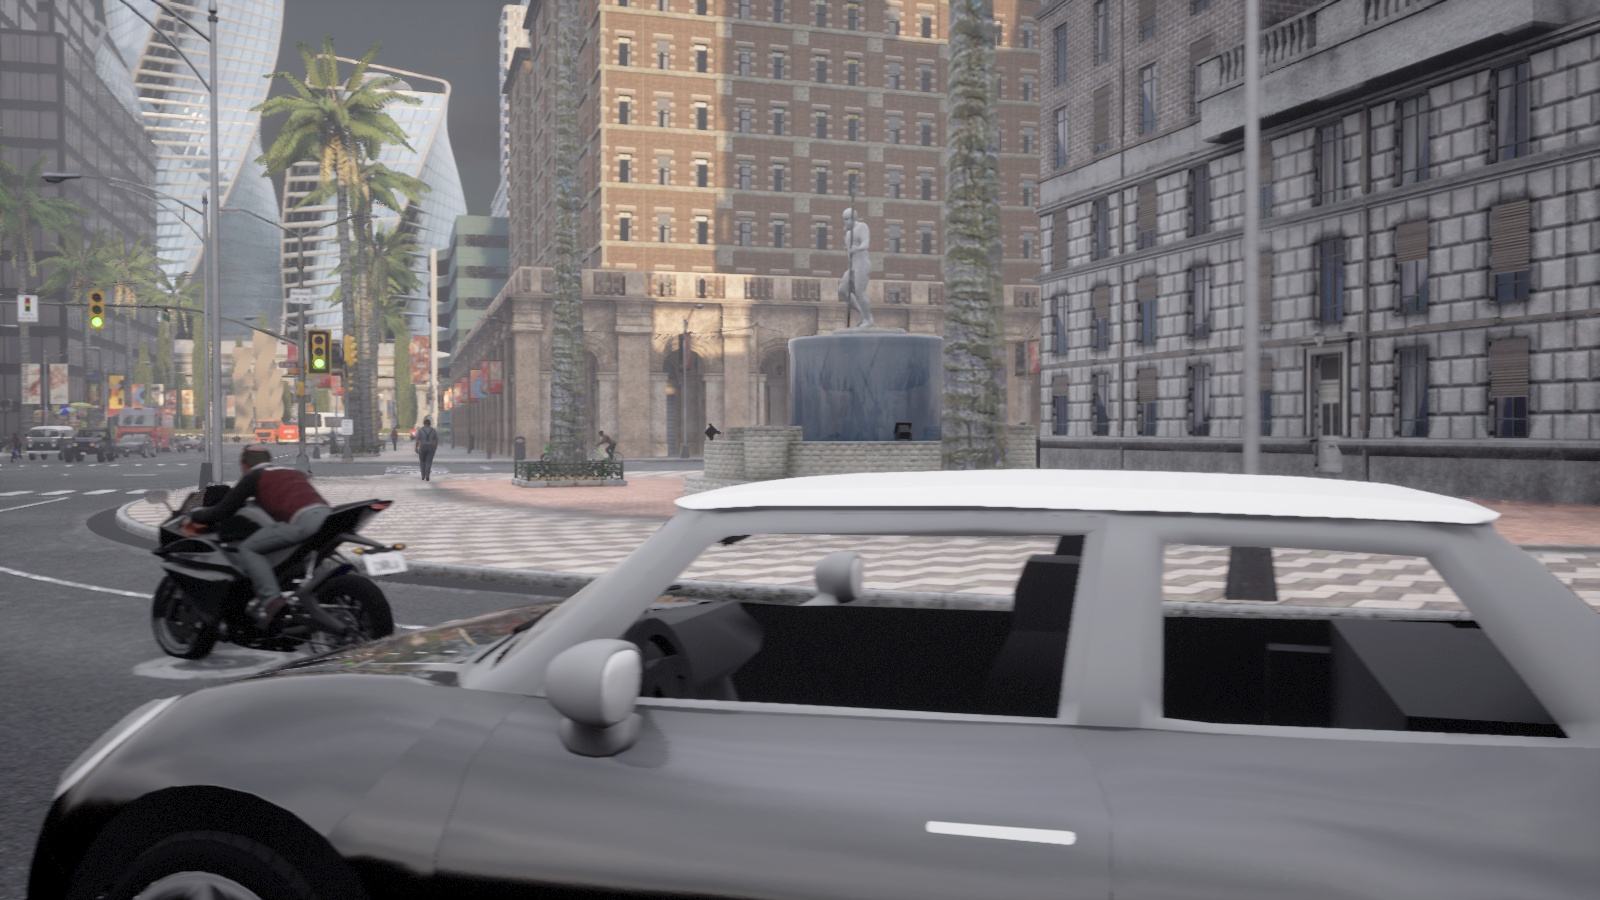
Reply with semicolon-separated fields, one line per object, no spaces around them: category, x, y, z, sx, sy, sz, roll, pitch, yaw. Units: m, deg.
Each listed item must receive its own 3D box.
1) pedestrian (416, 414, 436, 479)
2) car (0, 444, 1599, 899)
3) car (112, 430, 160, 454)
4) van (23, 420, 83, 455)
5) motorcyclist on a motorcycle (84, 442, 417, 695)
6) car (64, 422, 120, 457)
pedestrian;-10.781;-0.109;36.166;0.540;1.848;0.694;0;1;-18
car;-0.001;0.744;3.192;3.806;1.475;1.970;0;1;17
car;-42.535;-0.561;80.516;1.837;1.490;4.892;0;1;-17
van;-44.417;-0.763;74.768;2.069;2.038;4.480;0;1;-17
motorcyclist on a motorcycle;-3.745;0.717;8.529;2.191;1.530;0.866;1;1;26
car;-39.078;-0.587;69.368;1.905;1.878;3.866;0;1;-17
